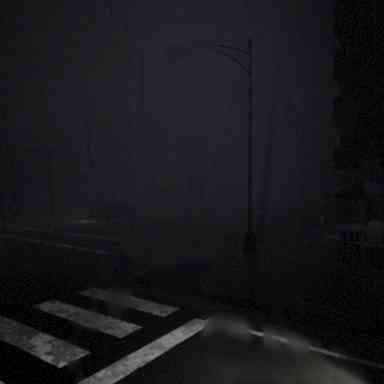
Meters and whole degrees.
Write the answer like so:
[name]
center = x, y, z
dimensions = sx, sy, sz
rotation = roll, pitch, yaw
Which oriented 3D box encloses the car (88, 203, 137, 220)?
[car]
center = -6.723, 1.617, 28.453
dimensions = 1.994, 1.385, 4.181
rotation = 0, 0, 36
